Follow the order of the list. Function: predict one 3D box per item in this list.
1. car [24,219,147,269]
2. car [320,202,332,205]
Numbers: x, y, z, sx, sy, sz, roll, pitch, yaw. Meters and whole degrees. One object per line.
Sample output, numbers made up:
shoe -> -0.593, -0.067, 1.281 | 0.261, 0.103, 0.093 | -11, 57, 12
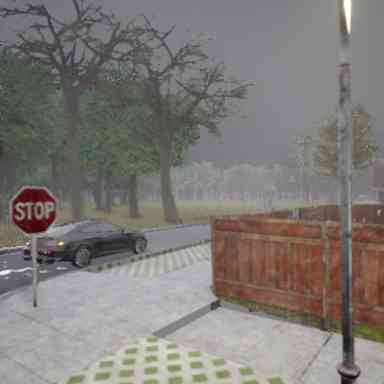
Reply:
car -> -3.513, 1.680, 11.742 | 1.812, 1.442, 4.674 | -2, -2, 29
car -> 19.482, 2.206, 48.139 | 1.812, 1.442, 4.674 | -3, -2, 35
